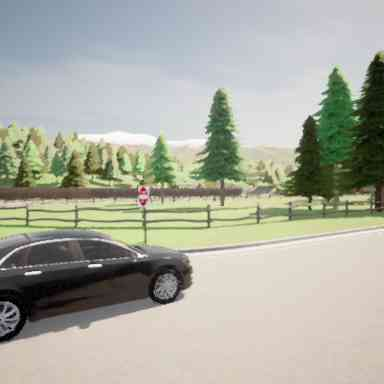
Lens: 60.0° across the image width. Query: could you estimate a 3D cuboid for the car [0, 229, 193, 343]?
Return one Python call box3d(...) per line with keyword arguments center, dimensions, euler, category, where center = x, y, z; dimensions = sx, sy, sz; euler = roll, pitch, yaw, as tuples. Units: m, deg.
box3d(center=(-2.227, 1.494, 6.453), dimensions=(4.892, 1.490, 1.837), euler=(0, 0, -35), category="car")
